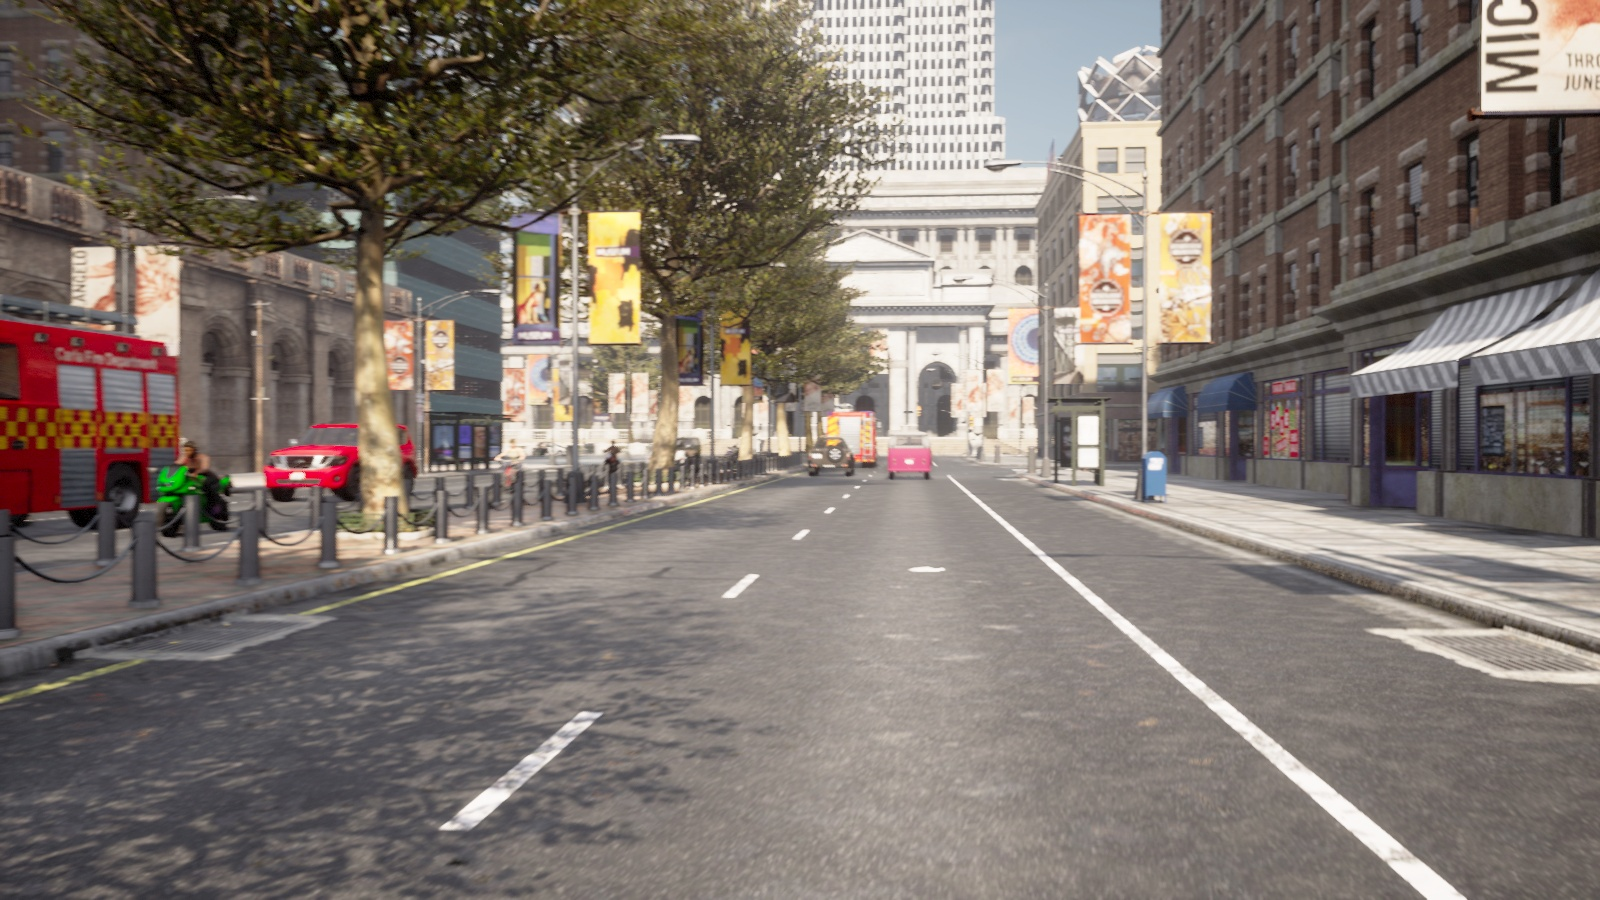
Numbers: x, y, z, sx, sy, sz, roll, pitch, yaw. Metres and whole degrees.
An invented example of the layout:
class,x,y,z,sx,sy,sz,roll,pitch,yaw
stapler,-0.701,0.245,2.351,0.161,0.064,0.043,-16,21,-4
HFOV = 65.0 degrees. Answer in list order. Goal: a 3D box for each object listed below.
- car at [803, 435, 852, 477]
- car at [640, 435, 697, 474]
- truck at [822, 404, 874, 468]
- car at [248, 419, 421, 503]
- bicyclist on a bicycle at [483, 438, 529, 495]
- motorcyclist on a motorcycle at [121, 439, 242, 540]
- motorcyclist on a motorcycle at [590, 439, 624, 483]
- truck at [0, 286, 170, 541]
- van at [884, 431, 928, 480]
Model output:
class,x,y,z,sx,sy,sz,roll,pitch,yaw
car,1.307,0.241,57.252,1.932,1.855,4.605,0,0,5
car,-6.378,0.204,61.333,1.932,1.855,4.605,0,0,5
truck,3.105,-0.858,78.604,2.891,3.827,8.468,0,0,5
car,-12.232,0.253,33.487,2.150,2.045,5.566,0,0,5
bicyclist on a bicycle,-8.486,0.461,36.324,0.866,1.612,1.509,0,0,4
motorcyclist on a motorcycle,-9.847,0.597,20.079,0.797,1.523,2.044,0,0,5
motorcyclist on a motorcycle,-7.455,0.408,48.533,0.766,1.649,2.350,0,1,5
truck,-13.438,-0.551,19.118,2.891,3.827,8.468,0,0,5
van,4.432,0.209,52.642,1.775,1.987,4.442,0,0,5
